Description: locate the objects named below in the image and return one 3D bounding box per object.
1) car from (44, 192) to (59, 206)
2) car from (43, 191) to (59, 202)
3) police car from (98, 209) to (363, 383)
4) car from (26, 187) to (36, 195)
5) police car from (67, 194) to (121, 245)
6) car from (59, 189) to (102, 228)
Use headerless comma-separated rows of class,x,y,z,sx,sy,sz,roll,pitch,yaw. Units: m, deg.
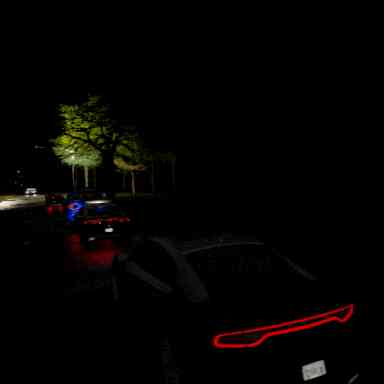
car,-16.204,0.800,39.107,2.128,1.511,4.902,-2,2,-24
car,-21.770,0.635,51.337,2.033,1.411,5.357,-2,2,-24
police car,-0.010,1.271,5.186,1.930,1.638,5.238,-2,2,-24
car,-41.635,-0.375,86.063,2.150,2.045,5.566,-2,2,-25
police car,-4.044,1.134,14.342,1.930,1.638,5.238,-2,2,-24
car,-6.448,0.845,19.751,2.150,2.045,5.566,-2,2,-24
